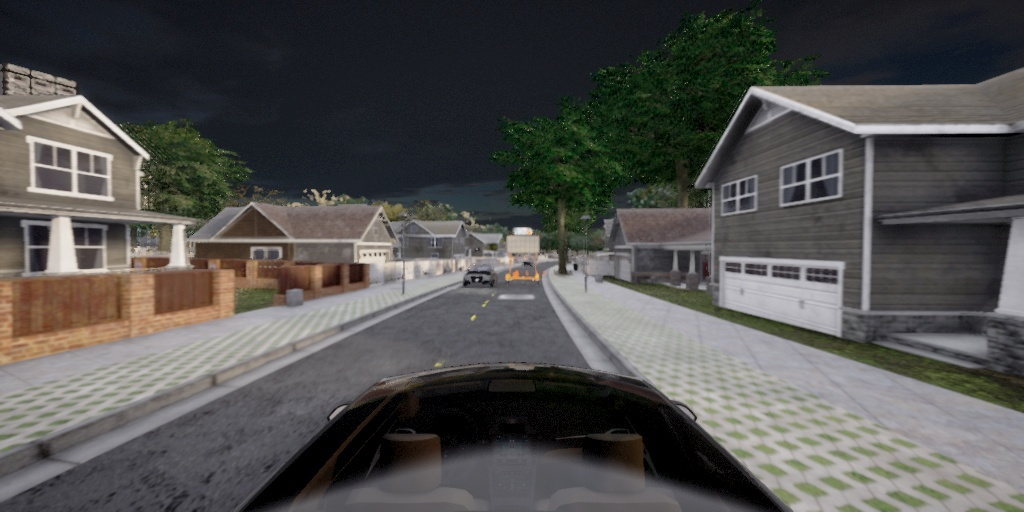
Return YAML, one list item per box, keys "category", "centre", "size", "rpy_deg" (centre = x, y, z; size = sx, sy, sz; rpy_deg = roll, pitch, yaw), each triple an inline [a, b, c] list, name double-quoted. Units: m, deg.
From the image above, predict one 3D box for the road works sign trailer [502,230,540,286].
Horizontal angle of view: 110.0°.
- category: "road works sign trailer"
  centre: [0.780, 0.224, 25.349]
  size: [2.380, 3.560, 2.880]
  rpy_deg: [0, 0, 4]

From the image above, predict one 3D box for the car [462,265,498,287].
- category: "car"
  centre: [-2.081, 1.314, 24.393]
  size: [1.994, 1.385, 4.181]
  rpy_deg: [0, 0, 4]

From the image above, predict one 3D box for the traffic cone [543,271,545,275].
- category: "traffic cone"
  centre: [3.394, 1.738, 38.145]
  size: [0.340, 0.580, 0.340]
  rpy_deg: [0, 0, 3]
